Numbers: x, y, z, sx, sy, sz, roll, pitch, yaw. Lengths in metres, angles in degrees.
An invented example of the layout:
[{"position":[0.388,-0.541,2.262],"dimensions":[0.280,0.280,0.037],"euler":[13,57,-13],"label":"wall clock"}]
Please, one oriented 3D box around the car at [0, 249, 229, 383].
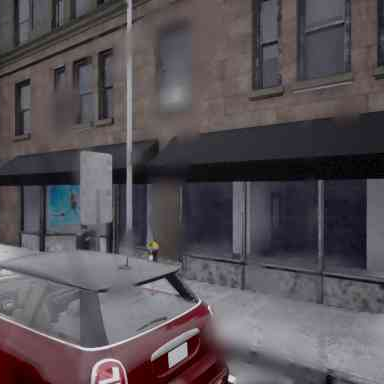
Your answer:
[{"position":[-1.699,1.440,4.025],"dimensions":[4.097,1.590,1.967],"euler":[0,0,36],"label":"car"}]
